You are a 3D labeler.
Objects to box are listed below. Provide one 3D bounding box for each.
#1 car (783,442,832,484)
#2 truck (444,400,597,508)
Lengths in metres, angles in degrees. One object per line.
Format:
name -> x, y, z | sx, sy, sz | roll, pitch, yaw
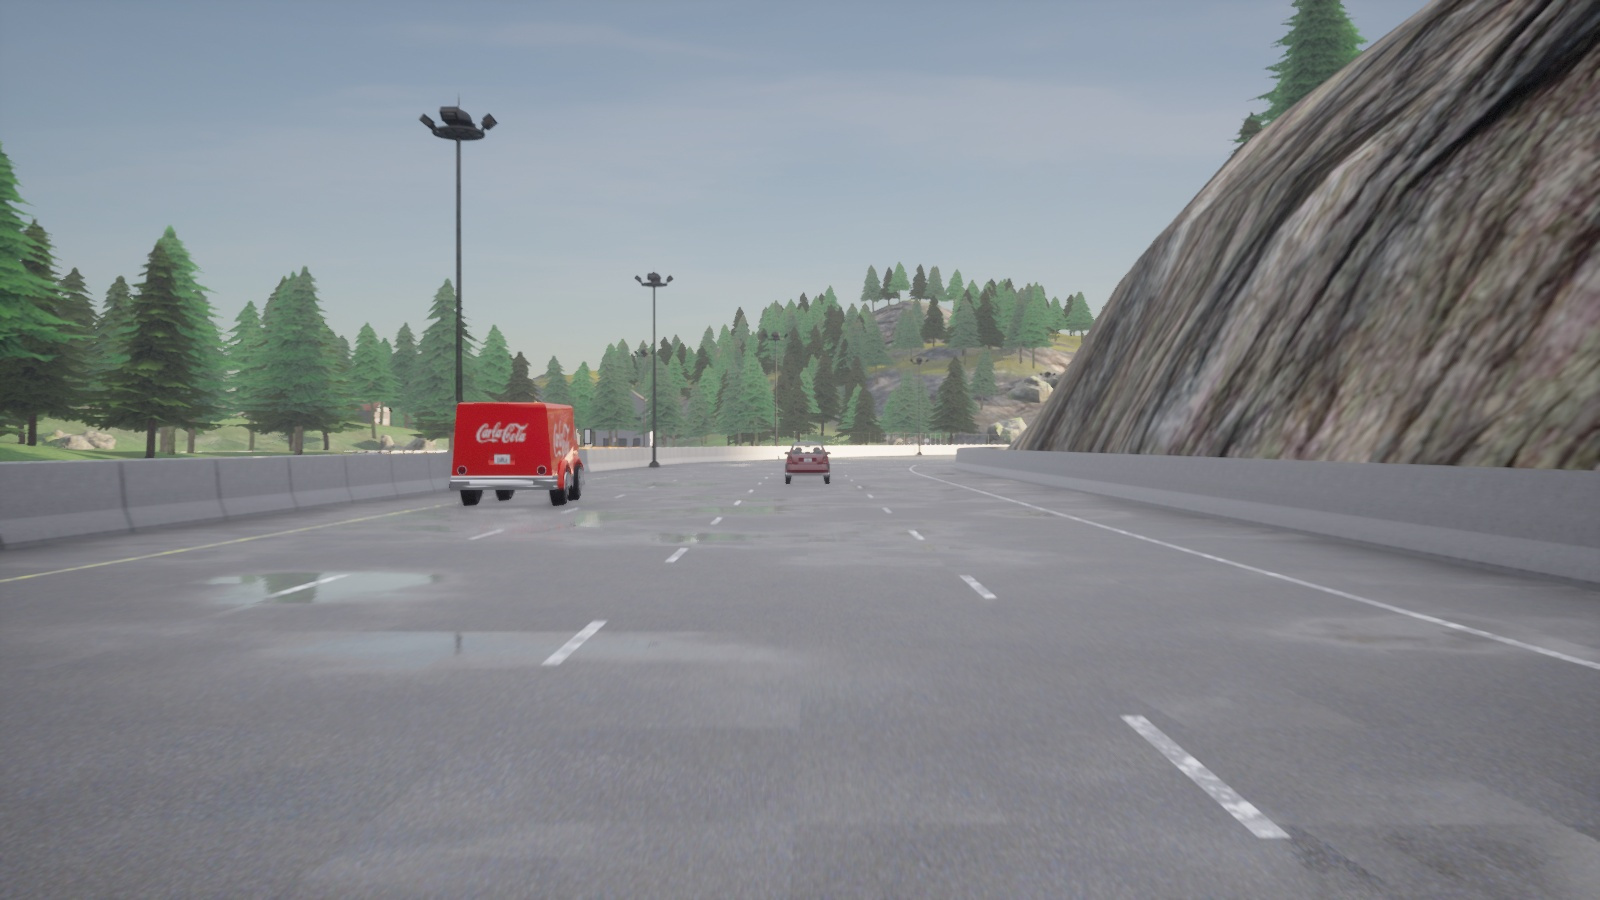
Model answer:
car -> 0.285, 0.455, 47.621 | 1.789, 1.549, 3.705 | 0, 0, 0
truck -> -6.807, 0.077, 31.289 | 2.627, 2.467, 5.204 | 0, 0, 0
